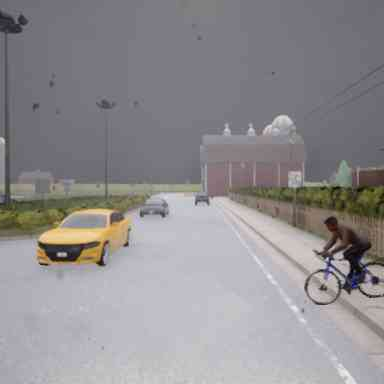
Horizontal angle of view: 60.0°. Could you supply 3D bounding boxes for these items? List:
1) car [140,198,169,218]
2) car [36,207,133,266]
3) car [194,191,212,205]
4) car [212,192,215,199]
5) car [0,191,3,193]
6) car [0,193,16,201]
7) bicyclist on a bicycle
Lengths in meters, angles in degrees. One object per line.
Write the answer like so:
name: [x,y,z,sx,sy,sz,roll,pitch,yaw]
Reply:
car: [-2.868,1.180,26.240,1.812,1.442,4.674,0,1,2]
car: [-3.313,1.330,11.150,1.882,1.535,5.008,0,1,2]
car: [1.362,0.909,45.079,1.837,1.490,4.892,0,0,2]
car: [2.827,0.490,63.354,2.097,1.767,4.553,0,2,20]
car: [-24.858,0.788,40.132,4.605,1.855,1.932,0,1,1]
car: [-19.933,1.117,34.231,1.994,1.385,4.181,0,1,3]
bicyclist on a bicycle: [2.871,1.265,6.223,1.656,1.620,0.582,-9,0,2]
